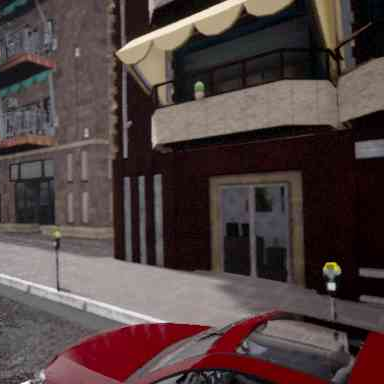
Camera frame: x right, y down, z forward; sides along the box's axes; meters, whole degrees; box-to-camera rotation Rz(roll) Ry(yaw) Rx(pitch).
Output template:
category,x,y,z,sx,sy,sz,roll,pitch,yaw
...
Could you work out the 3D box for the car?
category,x,y,z,sx,sy,sz,roll,pitch,yaw
car,0.556,1.584,2.348,4.206,1.307,1.802,0,-2,36
